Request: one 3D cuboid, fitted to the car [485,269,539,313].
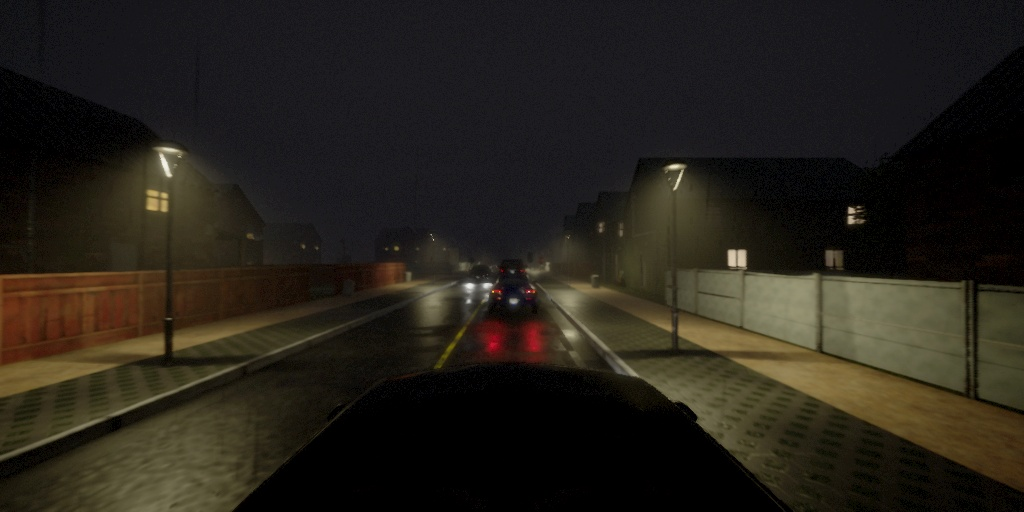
[{"bbox_3d":[0.048,1.411,14.533,1.812,1.442,4.674,0,-1,0],"label":"car"}]

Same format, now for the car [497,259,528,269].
[{"bbox_3d":[0.032,1.245,27.892,2.150,2.045,5.566,0,-1,1],"label":"car"}]

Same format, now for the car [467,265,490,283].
[{"bbox_3d":[-2.797,1.573,31.995,1.837,1.490,4.892,0,-1,1],"label":"car"}]
